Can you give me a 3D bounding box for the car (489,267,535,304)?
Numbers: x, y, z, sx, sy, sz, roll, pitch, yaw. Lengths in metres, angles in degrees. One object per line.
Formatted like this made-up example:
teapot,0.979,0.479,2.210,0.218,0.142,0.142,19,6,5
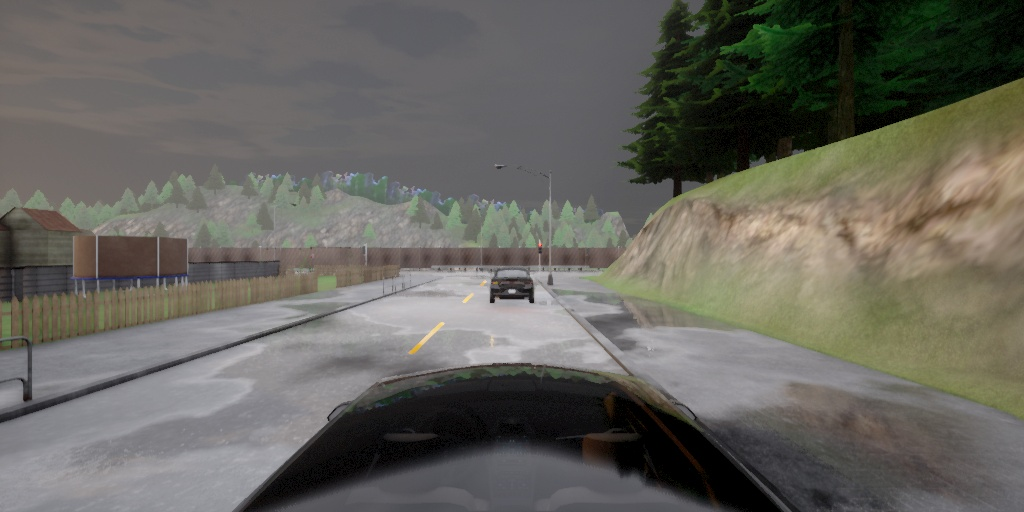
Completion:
car,0.000,1.234,16.500,1.882,1.535,5.008,0,0,0
